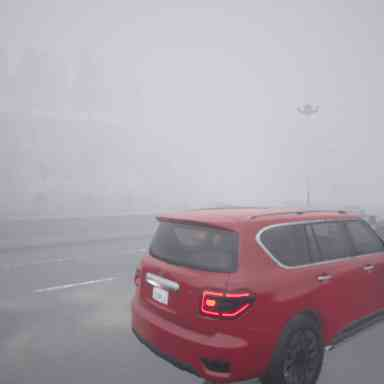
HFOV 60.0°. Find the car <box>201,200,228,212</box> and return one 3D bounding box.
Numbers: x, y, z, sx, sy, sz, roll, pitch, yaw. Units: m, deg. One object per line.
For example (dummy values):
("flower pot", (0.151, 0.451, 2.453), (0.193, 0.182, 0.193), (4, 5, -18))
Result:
("car", (3.196, 1.884, 45.775), (1.837, 1.490, 4.892), (0, -1, 28))

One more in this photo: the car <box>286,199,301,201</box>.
("car", (19.040, 2.040, 61.233), (1.837, 1.490, 4.892), (0, 0, 27))

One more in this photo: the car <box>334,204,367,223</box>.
("car", (14.213, 1.820, 29.586), (2.033, 1.411, 5.357), (0, -1, 33))

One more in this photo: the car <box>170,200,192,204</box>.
("car", (-1.588, 1.863, 44.350), (1.837, 1.490, 4.892), (0, -1, 29))

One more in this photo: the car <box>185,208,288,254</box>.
("car", (2.163, 1.606, 15.106), (5.008, 1.535, 1.882), (1, 0, -43))

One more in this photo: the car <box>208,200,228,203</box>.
("car", (2.879, 1.758, 32.025), (2.128, 1.511, 4.902), (0, -1, 36))

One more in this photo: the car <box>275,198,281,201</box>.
("car", (21.653, 2.228, 81.763), (2.128, 1.511, 4.902), (0, -1, 27))

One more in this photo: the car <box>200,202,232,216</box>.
("car", (2.804, 1.880, 38.115), (1.994, 1.385, 4.181), (0, -1, 32))

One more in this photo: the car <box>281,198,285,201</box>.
("car", (21.799, 2.243, 74.334), (1.895, 1.301, 4.718), (0, -1, 27))

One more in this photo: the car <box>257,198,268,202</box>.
("car", (16.957, 2.175, 80.254), (1.837, 1.490, 4.892), (0, -1, 27))

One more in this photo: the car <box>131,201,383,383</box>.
("car", (1.743, 1.270, 5.400), (5.566, 2.045, 2.150), (1, 0, -39))

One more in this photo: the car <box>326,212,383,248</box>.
("car", (8.533, 1.756, 16.583), (1.895, 1.301, 4.718), (0, -1, 43))
